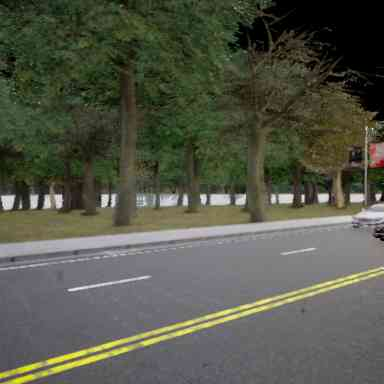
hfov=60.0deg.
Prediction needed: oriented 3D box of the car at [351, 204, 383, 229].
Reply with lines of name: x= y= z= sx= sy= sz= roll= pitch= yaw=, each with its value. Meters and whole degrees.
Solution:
car: x=11.393 y=1.457 z=19.795 sx=4.674 sy=1.442 sz=1.812 roll=0 pitch=0 yaw=-36

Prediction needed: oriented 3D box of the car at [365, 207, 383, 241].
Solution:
car: x=10.341 y=1.489 z=15.048 sx=5.357 sy=1.411 sz=2.033 roll=0 pitch=0 yaw=-36
